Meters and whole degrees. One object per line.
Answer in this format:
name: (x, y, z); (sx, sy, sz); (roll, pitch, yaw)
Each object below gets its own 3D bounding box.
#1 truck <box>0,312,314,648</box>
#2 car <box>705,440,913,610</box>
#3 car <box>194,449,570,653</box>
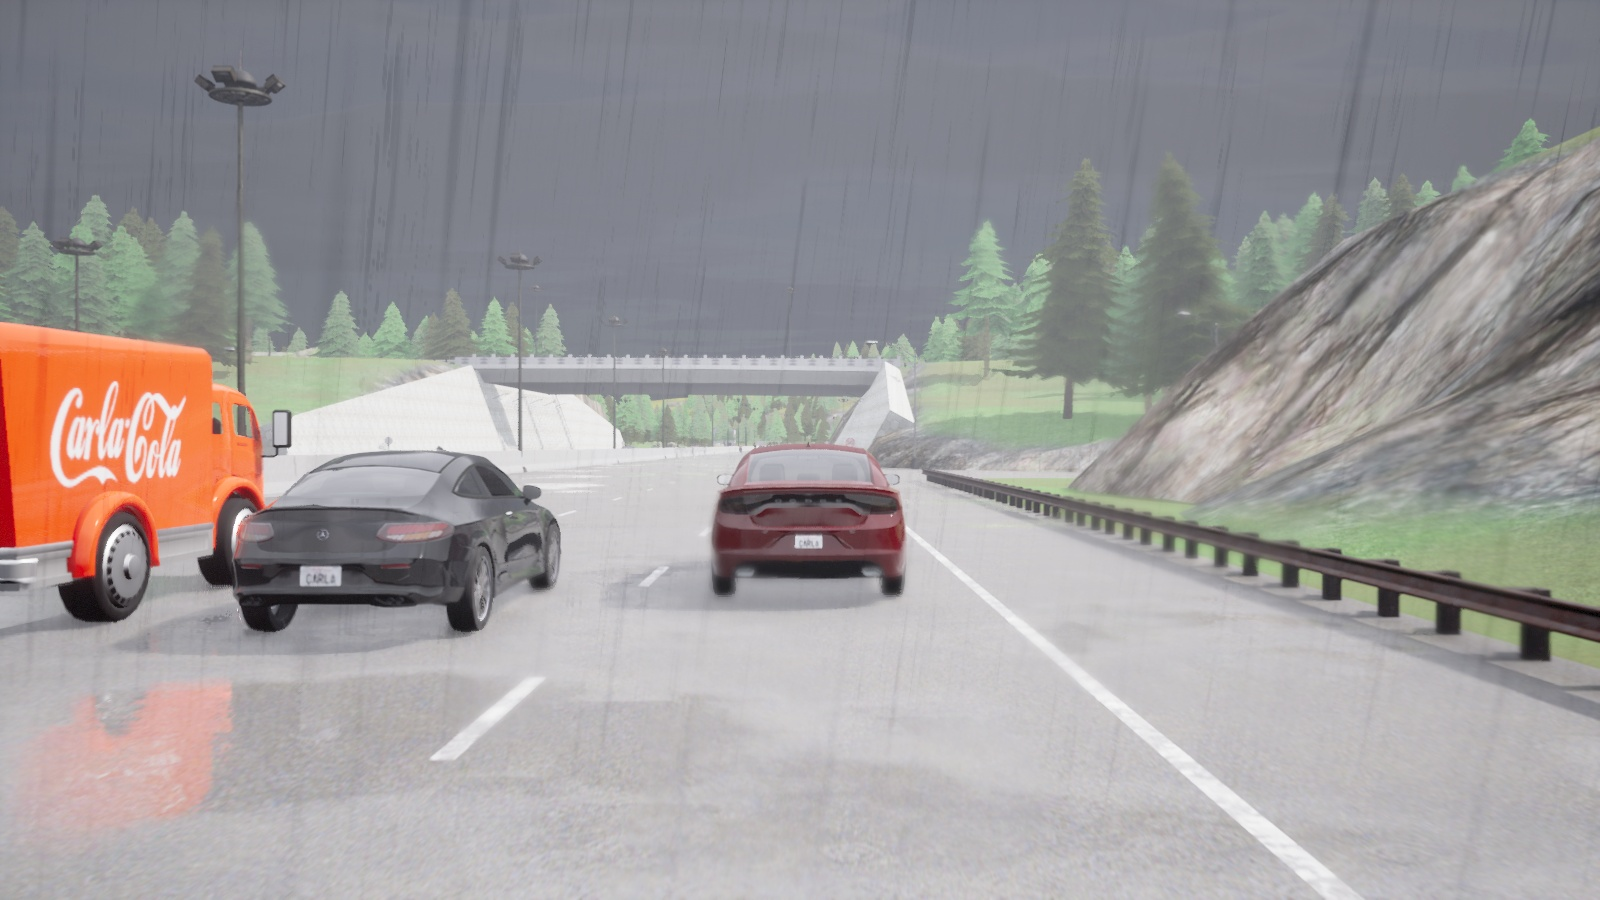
truck: (-6.919, 0.207, 11.839); (2.627, 2.467, 5.204); (0, 0, 0)
car: (0.092, 0.668, 13.866); (1.882, 1.535, 5.008); (0, 0, 0)
car: (-3.422, 0.723, 11.324); (1.812, 1.442, 4.674); (0, 0, 0)
